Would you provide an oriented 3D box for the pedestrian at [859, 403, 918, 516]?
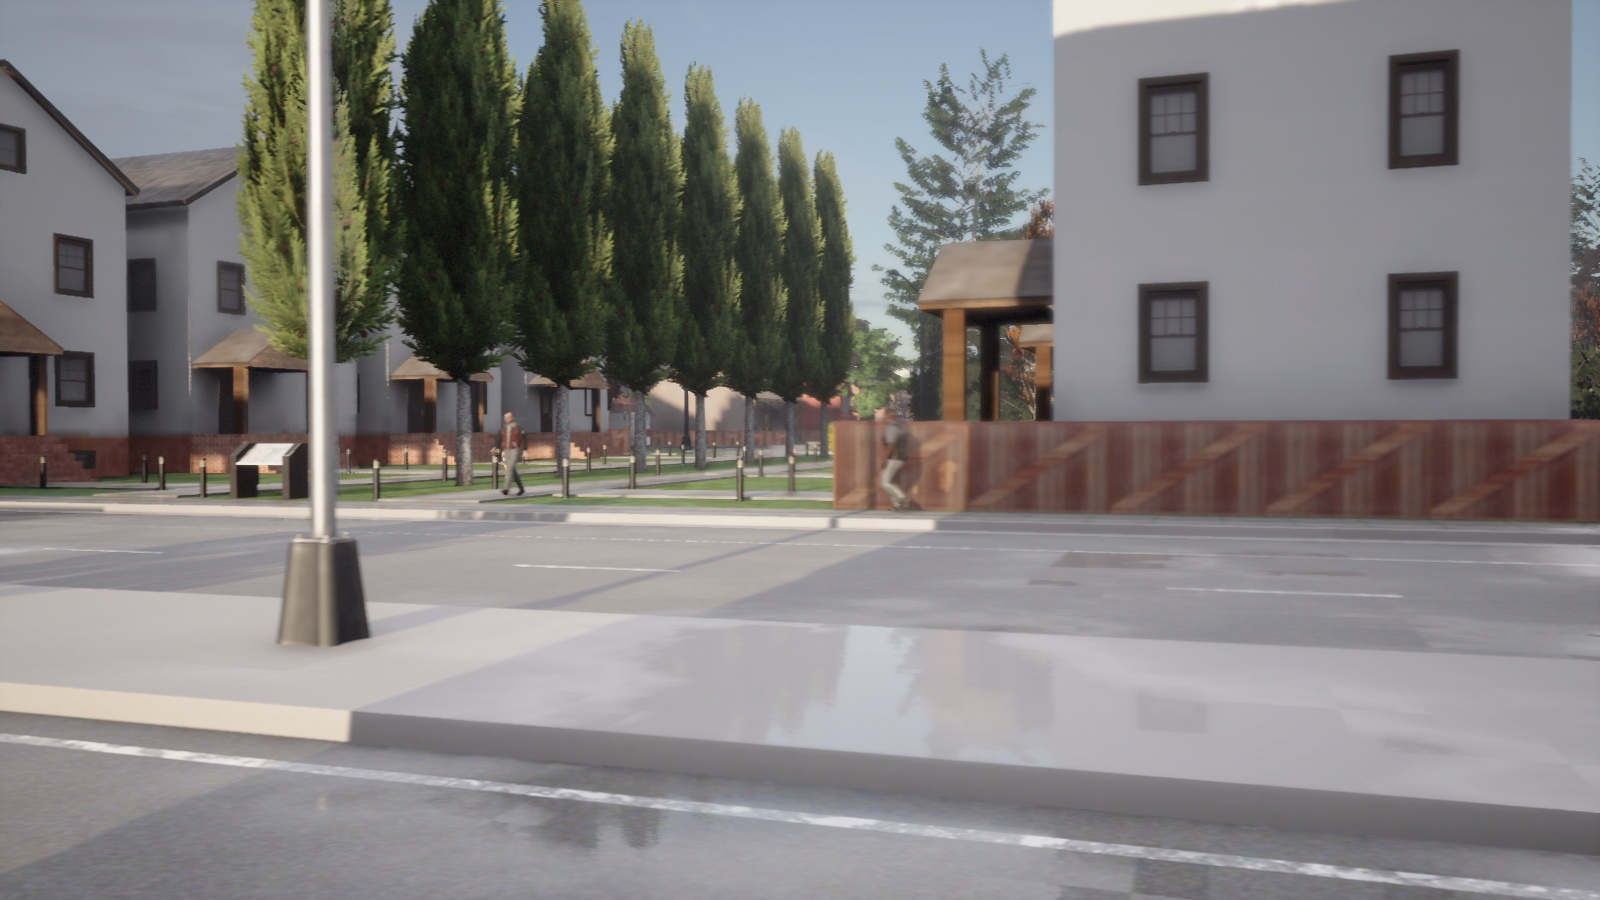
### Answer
[{"bbox_3d":[1.498,0.146,21.309,0.849,1.883,0.563,1,1,24],"label":"pedestrian"}]

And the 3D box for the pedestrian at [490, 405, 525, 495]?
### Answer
[{"bbox_3d":[-6.094,-0.010,26.197,0.376,1.854,0.720,1,1,21],"label":"pedestrian"}]
